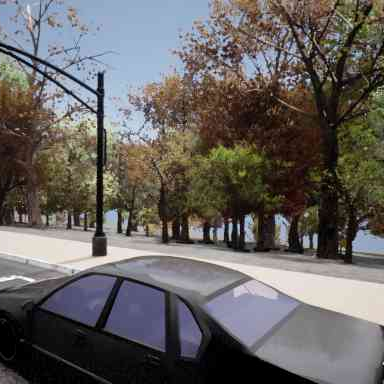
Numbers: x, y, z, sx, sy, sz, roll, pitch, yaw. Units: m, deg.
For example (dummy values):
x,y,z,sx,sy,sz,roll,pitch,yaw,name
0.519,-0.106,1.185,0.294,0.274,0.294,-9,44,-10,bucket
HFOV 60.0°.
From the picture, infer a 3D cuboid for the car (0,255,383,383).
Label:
x,y,z,sx,sy,sz,roll,pitch,yaw,name
-0.551,1.547,4.071,5.357,1.411,2.033,0,0,35,car
